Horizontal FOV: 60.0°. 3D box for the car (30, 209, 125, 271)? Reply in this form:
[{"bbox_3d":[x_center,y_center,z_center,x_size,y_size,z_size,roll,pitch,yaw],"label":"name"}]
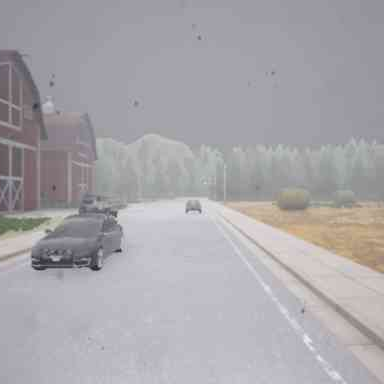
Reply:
[{"bbox_3d":[-3.531,1.530,11.115,1.837,1.490,4.892,0,0,1],"label":"car"}]

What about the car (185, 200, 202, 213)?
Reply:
[{"bbox_3d":[0.162,1.630,37.923,2.033,1.411,5.357,0,0,0],"label":"car"}]

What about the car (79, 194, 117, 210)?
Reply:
[{"bbox_3d":[-7.629,1.202,27.053,1.905,1.878,3.866,8,-4,-42],"label":"car"}]
